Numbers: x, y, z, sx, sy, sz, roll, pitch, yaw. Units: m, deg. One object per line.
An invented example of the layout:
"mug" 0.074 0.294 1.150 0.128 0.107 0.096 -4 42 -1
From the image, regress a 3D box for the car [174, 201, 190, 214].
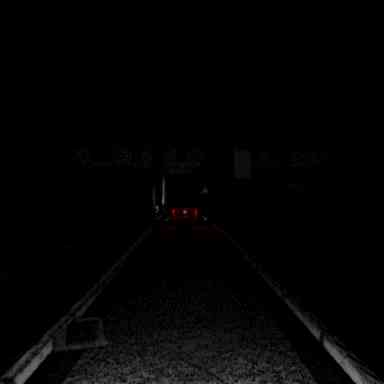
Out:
"car" -1.320 1.954 42.682 1.882 1.535 5.008 0 -2 -2

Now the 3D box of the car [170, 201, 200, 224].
"car" -0.572 1.426 25.177 2.097 1.767 4.553 0 -1 -2
